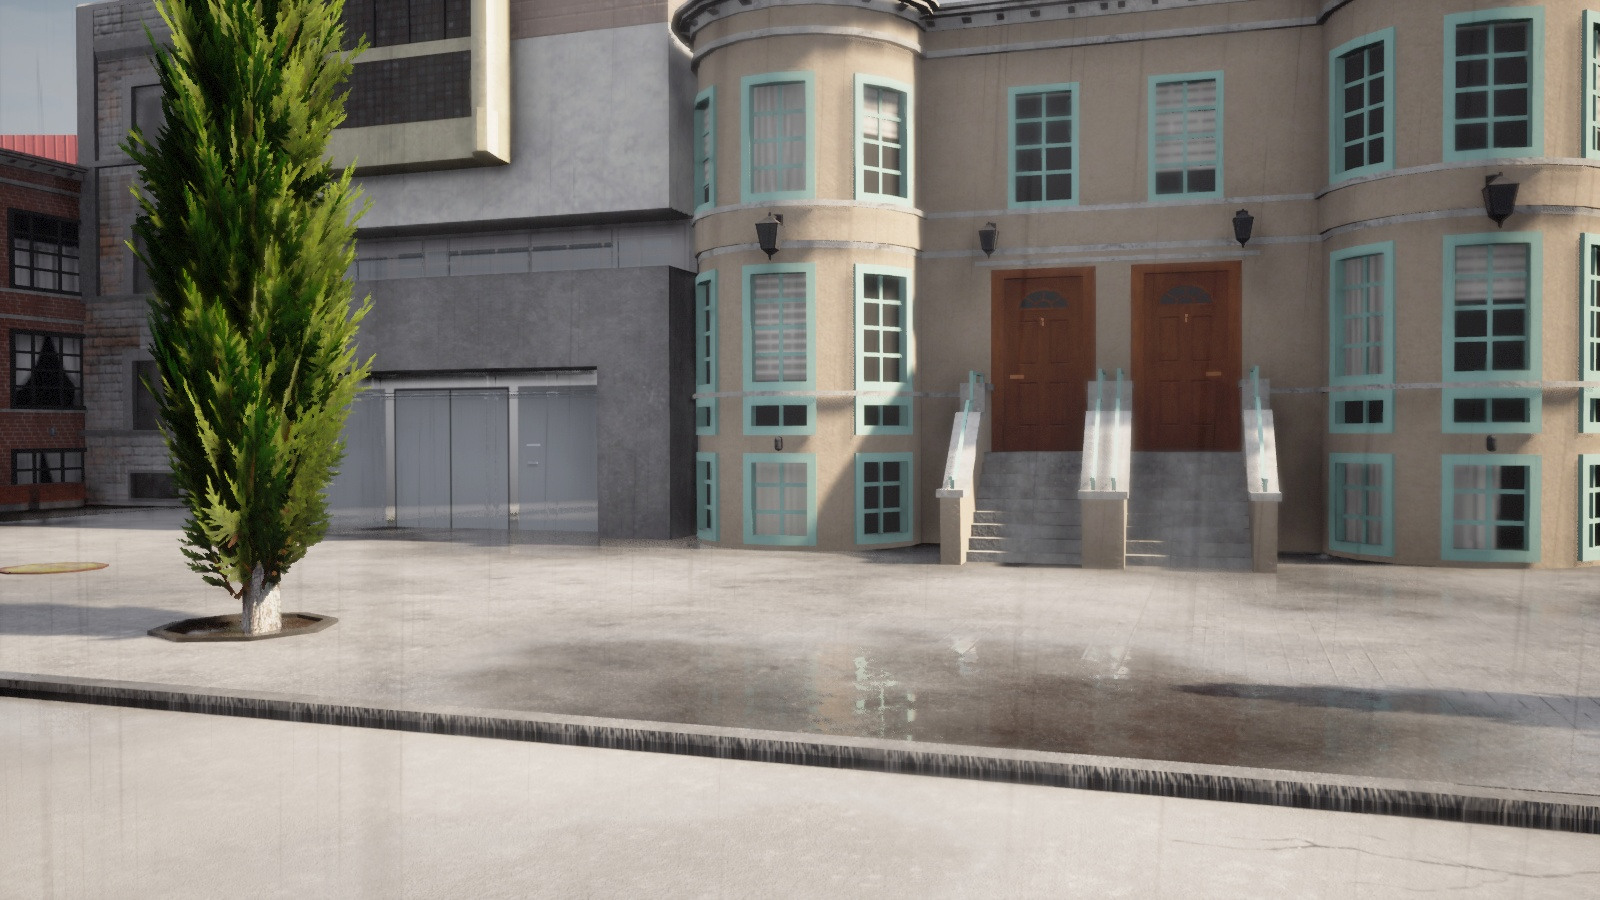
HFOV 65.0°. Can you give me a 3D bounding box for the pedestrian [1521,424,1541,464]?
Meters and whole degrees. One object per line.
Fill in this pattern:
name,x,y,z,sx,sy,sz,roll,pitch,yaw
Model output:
pedestrian,34.512,-0.284,59.290,0.634,1.844,0.899,0,1,17
